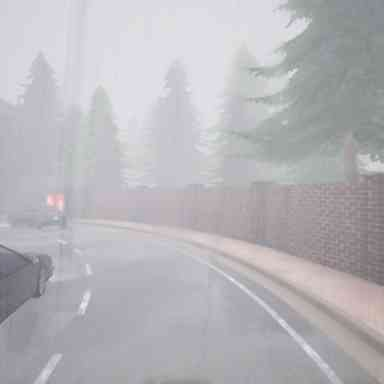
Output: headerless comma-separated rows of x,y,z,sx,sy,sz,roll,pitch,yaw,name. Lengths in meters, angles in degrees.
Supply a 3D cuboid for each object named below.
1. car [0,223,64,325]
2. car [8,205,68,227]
-3.852,1.537,5.323,2.033,1.411,5.357,0,0,-7,car
-9.729,1.524,20.937,4.181,1.385,1.994,0,0,35,car
